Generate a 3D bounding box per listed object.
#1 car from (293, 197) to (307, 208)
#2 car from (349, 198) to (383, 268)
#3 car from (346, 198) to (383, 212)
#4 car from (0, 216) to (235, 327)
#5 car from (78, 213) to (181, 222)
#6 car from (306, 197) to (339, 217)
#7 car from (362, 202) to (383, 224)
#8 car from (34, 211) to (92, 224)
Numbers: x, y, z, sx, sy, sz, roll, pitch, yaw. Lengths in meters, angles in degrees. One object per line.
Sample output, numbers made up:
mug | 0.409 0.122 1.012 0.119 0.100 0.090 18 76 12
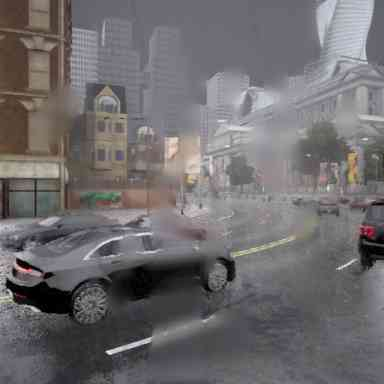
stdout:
car | 16.246 1.492 48.176 1.812 1.442 4.674 0 0 -8
car | 6.931 1.217 10.581 2.150 2.045 5.566 0 0 38
car | 19.943 1.497 38.519 2.002 1.452 4.674 0 0 1
car | -1.154 1.483 7.087 4.902 1.511 2.128 0 0 -39
car | -1.345 1.515 11.862 1.812 1.442 4.674 0 0 44
car | 12.469 1.471 31.376 2.128 1.511 4.902 0 0 12
car | 14.667 1.533 25.426 2.033 1.411 5.357 0 0 17
car | -4.981 1.512 13.170 4.674 1.442 1.812 0 0 -43
